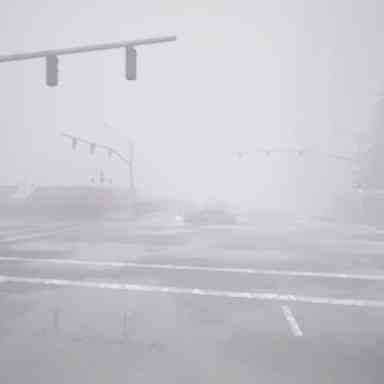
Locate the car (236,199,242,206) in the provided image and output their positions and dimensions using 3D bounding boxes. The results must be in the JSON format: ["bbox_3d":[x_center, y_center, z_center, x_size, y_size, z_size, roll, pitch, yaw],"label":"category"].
[{"bbox_3d":[6.727,2.102,54.617,1.812,1.442,4.674,0,-1,13],"label":"car"}]

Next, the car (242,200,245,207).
[{"bbox_3d":[9.743,2.247,68.052,1.812,1.442,4.674,0,-1,12],"label":"car"}]

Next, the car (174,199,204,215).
[{"bbox_3d":[-0.390,1.883,38.460,2.128,1.511,4.902,0,0,12],"label":"car"}]

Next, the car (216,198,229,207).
[{"bbox_3d":[6.460,2.081,69.428,2.097,1.767,4.553,0,-1,12],"label":"car"}]

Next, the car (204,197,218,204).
[{"bbox_3d":[3.125,1.782,54.486,2.150,2.045,5.566,0,0,12],"label":"car"}]

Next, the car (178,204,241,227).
[{"bbox_3d":[1.416,1.874,25.712,4.181,1.385,1.994,0,-1,13],"label":"car"}]

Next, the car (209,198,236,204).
[{"bbox_3d":[3.906,1.929,41.715,2.128,1.511,4.902,0,-1,12],"label":"car"}]
